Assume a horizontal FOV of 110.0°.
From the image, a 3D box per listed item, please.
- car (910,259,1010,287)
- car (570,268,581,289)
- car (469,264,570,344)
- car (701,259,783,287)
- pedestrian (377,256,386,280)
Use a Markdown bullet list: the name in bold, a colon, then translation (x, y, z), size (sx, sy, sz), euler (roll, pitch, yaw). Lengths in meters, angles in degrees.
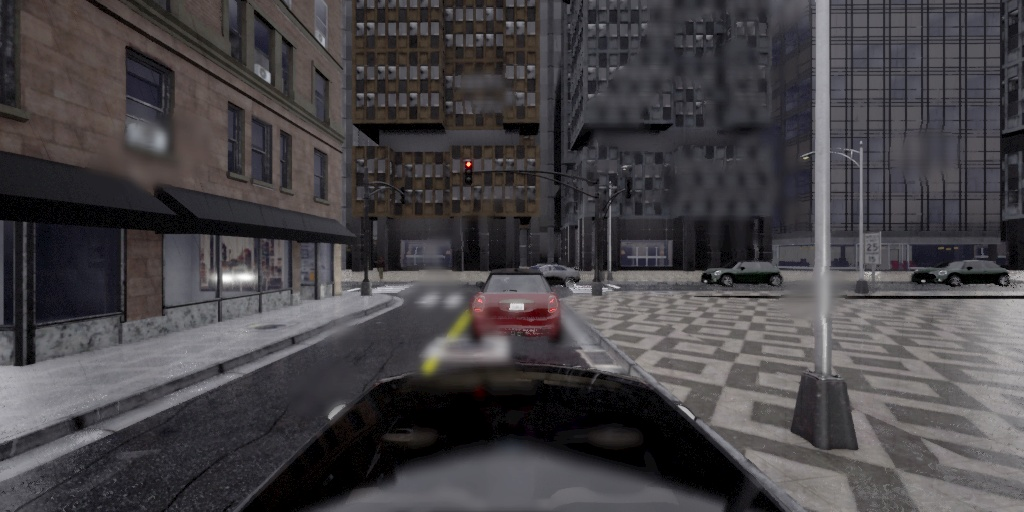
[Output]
- **car**: translation (29.154, 1.060, 23.461), size (4.553, 1.767, 2.097), euler (0, 0, 1)
- **car**: translation (1.825, 1.236, 21.840), size (4.902, 1.511, 2.128), euler (0, 0, -24)
- **car**: translation (0.071, 1.102, 9.751), size (2.097, 1.767, 4.553), euler (0, 0, -1)
- **car**: translation (15.011, 1.078, 23.622), size (4.553, 1.767, 2.097), euler (0, 0, 1)
- **pedestrian**: translation (-9.832, 0.903, 26.936), size (0.375, 1.860, 0.375), euler (0, 0, 1)
